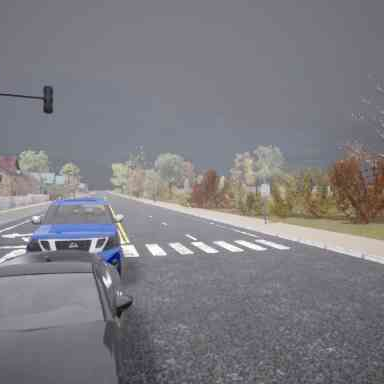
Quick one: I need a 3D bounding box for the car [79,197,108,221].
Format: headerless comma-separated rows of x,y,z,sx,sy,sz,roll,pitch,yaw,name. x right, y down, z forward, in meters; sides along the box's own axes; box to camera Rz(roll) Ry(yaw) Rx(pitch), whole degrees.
-8.103,1.333,27.575,2.097,1.767,4.553,0,0,-15,car

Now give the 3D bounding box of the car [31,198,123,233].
-3.352,1.217,10.015,2.150,2.045,5.566,0,0,-15,car

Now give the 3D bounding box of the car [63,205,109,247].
-4.997,1.496,16.090,1.837,1.490,4.892,0,0,-15,car

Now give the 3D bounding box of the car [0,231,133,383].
-1.725,1.524,3.923,1.812,1.442,4.674,0,0,-13,car

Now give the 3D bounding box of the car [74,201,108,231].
-6.554,1.464,21.839,1.882,1.535,5.008,0,0,-15,car
